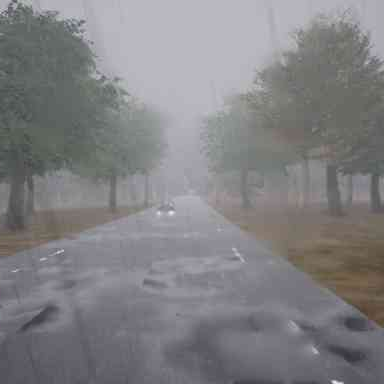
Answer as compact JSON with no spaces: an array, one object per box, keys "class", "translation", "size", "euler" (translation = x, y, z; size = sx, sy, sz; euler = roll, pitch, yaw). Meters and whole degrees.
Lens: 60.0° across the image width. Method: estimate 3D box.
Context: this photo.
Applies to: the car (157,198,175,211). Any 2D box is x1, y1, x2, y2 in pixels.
[{"class":"car","translation":[-3.573,1.691,46.252],"size":[2.097,1.767,4.553],"euler":[0,0,0]}]
